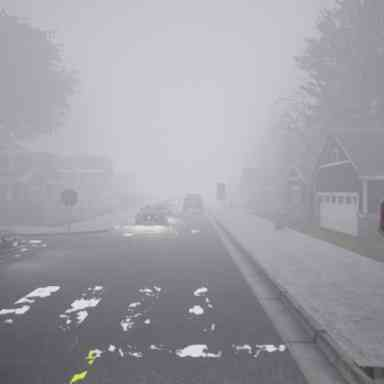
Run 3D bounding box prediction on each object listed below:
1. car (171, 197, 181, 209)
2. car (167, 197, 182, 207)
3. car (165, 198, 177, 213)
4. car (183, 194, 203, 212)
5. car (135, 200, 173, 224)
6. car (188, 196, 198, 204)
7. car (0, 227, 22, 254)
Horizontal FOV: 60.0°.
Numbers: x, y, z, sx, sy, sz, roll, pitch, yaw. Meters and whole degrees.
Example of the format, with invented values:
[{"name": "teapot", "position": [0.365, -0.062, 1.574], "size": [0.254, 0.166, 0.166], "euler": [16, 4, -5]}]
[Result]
[{"name": "car", "position": [-2.827, 1.497, 43.767], "size": [1.882, 1.535, 5.008], "euler": [0, 0, 0]}, {"name": "car", "position": [-2.778, 1.529, 54.228], "size": [2.128, 1.511, 4.902], "euler": [0, 0, 1]}, {"name": "car", "position": [-2.830, 1.612, 33.364], "size": [1.895, 1.301, 4.718], "euler": [0, 0, 0]}, {"name": "car", "position": [0.121, 1.236, 38.914], "size": [2.150, 2.045, 5.566], "euler": [0, 0, 0]}, {"name": "car", "position": [-2.843, 1.572, 24.506], "size": [1.994, 1.385, 4.181], "euler": [0, 0, 3]}, {"name": "car", "position": [0.133, 1.545, 65.476], "size": [1.882, 1.535, 5.008], "euler": [0, 0, 0]}, {"name": "car", "position": [-8.145, 1.436, 10.986], "size": [4.674, 1.442, 1.812], "euler": [1, 0, -1]}]
